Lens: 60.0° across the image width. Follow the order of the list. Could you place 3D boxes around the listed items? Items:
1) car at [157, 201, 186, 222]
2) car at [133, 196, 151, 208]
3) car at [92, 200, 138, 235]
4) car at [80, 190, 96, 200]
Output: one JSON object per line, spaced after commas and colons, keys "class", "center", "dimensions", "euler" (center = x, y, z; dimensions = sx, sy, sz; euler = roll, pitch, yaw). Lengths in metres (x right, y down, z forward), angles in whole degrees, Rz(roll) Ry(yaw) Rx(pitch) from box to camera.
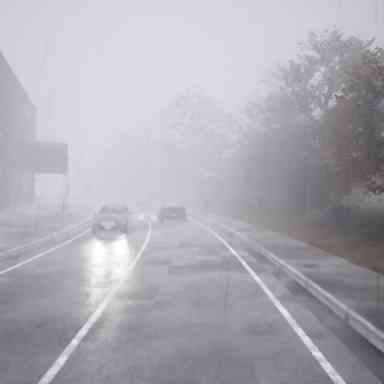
{"class": "car", "center": [-1.675, 1.437, 25.902], "dimensions": [1.882, 1.535, 5.008], "euler": [1, 0, -10]}
{"class": "car", "center": [-6.603, 1.247, 43.453], "dimensions": [1.812, 1.442, 4.674], "euler": [1, 1, -21]}
{"class": "car", "center": [-4.399, 1.467, 18.839], "dimensions": [2.128, 1.511, 4.902], "euler": [0, 0, -6]}
{"class": "car", "center": [-18.462, 0.465, 59.020], "dimensions": [1.882, 1.535, 5.008], "euler": [2, 2, -32]}
